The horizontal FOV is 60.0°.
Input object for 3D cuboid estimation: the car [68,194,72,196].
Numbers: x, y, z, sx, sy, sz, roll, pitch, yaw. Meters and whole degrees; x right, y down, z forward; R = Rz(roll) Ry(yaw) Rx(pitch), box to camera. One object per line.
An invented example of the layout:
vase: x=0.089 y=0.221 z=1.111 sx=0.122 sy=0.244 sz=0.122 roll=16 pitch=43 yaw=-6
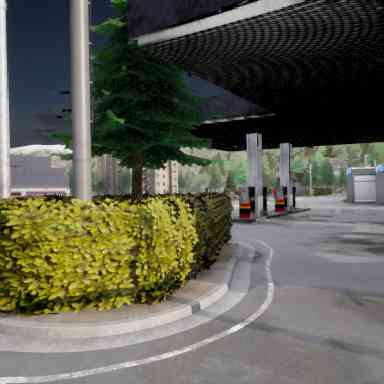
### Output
car: x=-24.271 y=1.124 z=63.885 sx=3.866 sy=1.878 sz=1.905 roll=-1 pitch=1 yaw=35

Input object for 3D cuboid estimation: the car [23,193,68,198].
car: x=-14.795 y=1.183 z=33.599 sx=3.866 sy=1.878 sz=1.905 roll=-1 pitch=1 yaw=35

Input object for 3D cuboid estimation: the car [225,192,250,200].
car: x=9.177 y=0.812 z=66.517 sx=4.514 sy=1.523 sz=2.007 roll=-1 pitch=1 yaw=35

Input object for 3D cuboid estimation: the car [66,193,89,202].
car: x=-22.926 y=1.103 z=66.494 sx=4.605 sy=1.855 sz=1.932 roll=-1 pitch=1 yaw=35

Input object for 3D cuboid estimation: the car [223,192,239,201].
car: x=7.405 y=0.851 z=63.928 sx=5.027 sy=1.636 sz=2.152 roll=-1 pitch=1 yaw=35
